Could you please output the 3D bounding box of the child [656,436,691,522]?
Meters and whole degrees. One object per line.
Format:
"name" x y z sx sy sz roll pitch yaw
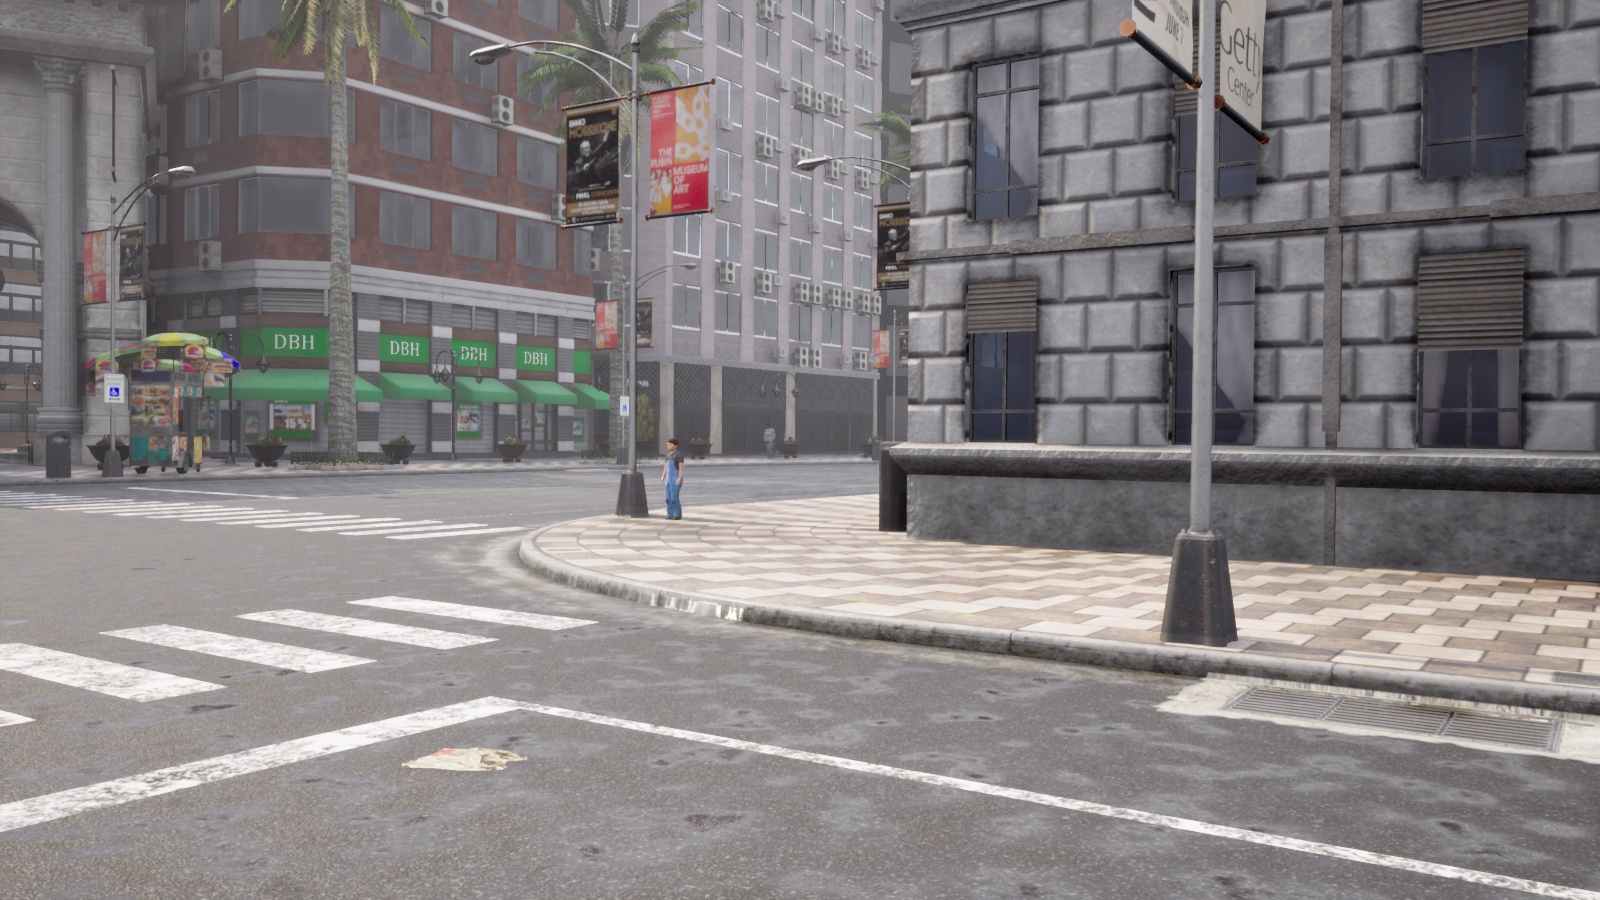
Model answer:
"child" -1.903 0.427 18.894 0.270 1.263 0.437 0 1 43

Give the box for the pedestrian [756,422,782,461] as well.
"pedestrian" -1.505 -0.427 60.719 0.874 1.855 0.900 0 1 45
